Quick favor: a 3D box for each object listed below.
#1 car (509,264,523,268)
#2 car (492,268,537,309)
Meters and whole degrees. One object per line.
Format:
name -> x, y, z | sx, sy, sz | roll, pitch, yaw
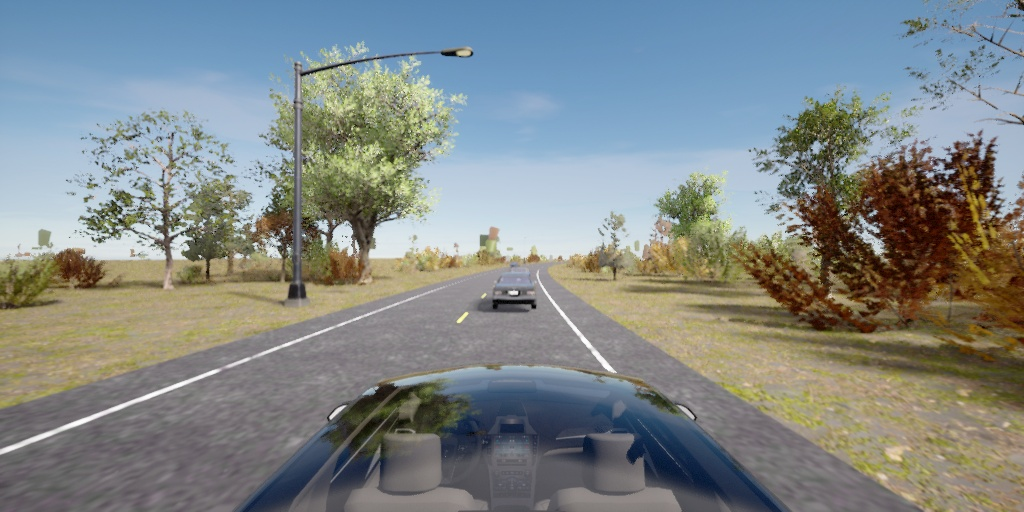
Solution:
car -> 0.638, 1.617, 30.838 | 1.895, 1.301, 4.718 | 0, 0, 3
car -> 0.136, 1.428, 15.770 | 2.033, 1.411, 5.357 | 0, 0, 1
